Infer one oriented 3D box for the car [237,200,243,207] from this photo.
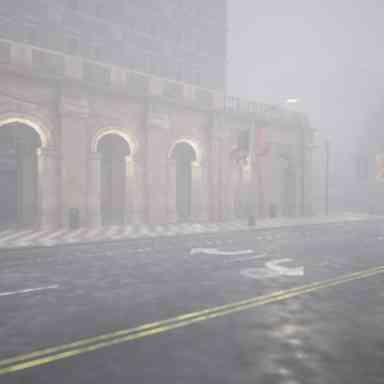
[{"bbox_3d":[9.216,1.987,56.126,1.895,1.301,4.718,1,0,-36],"label":"car"}]
